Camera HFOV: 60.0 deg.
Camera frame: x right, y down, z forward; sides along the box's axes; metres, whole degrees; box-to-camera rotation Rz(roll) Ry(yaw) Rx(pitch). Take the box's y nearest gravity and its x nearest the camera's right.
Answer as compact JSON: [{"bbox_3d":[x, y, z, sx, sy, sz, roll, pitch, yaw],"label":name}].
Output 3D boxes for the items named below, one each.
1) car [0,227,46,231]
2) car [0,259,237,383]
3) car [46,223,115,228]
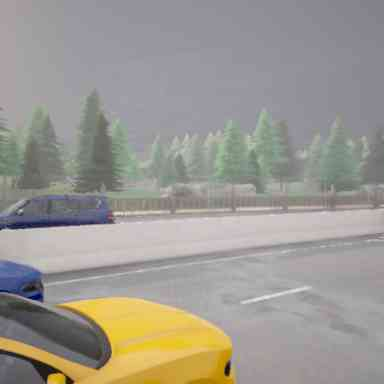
[{"bbox_3d":[-4.734,1.456,4.552,5.008,1.535,1.882,0,0,-36],"label":"car"},{"bbox_3d":[-1.880,1.465,2.285,5.008,1.535,1.882,0,0,-35],"label":"car"},{"bbox_3d":[-5.705,1.144,12.634,5.566,2.045,2.150,0,0,-33],"label":"car"}]
